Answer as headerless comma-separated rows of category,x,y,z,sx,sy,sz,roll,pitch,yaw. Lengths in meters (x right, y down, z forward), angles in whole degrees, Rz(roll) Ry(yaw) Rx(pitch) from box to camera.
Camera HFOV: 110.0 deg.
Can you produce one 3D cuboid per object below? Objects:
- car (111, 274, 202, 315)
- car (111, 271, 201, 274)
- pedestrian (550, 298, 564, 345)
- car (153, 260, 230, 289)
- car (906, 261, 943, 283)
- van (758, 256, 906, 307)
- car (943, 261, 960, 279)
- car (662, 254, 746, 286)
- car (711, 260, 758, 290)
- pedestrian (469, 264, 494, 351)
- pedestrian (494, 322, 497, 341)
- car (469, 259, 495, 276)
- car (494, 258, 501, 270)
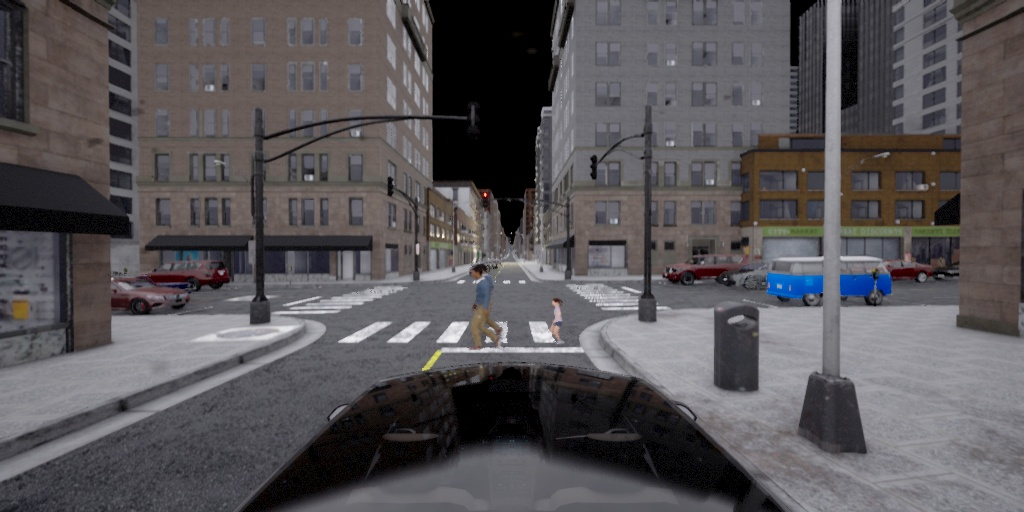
car,-14.822,1.492,13.699,4.207,1.307,1.802,0,0,0
car,-17.501,1.518,16.348,4.718,1.301,1.895,-1,1,0
pedestrian,1.088,1.404,8.043,0.500,1.100,0.500,0,1,0
car,-20.352,1.210,22.209,5.009,1.841,2.192,0,0,0
car,23.307,0.904,22.329,4.507,1.381,1.888,0,0,0
van,12.114,0.922,13.773,3.998,1.789,1.690,0,0,0
car,28.917,0.855,22.345,4.313,1.339,1.948,0,0,0
car,12.089,0.811,22.298,5.009,1.841,2.192,0,0,0
car,13.683,1.067,19.634,4.181,1.385,1.994,-1,1,0
pedestrian,-0.635,1.026,7.441,0.375,1.860,0.375,0,1,0
pedestrian,-0.615,1.023,8.639,0.375,1.860,0.375,0,1,0
car,-3.102,1.220,35.823,1.994,1.385,4.181,0,0,0
car,-3.097,1.120,50.614,2.128,1.511,4.902,0,0,0
